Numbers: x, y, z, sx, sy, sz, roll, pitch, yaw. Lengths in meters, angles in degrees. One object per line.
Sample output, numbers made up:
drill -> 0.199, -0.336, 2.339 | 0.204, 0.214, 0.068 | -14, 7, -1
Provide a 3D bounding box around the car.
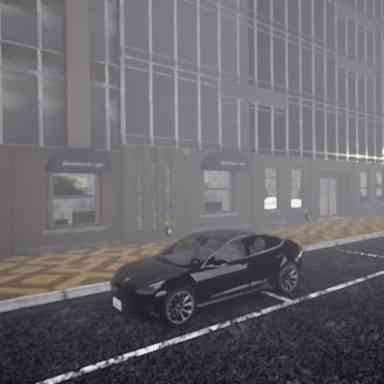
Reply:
car -> 0.507, 1.478, 6.889 | 4.313, 1.339, 1.947 | -1, 1, -35
